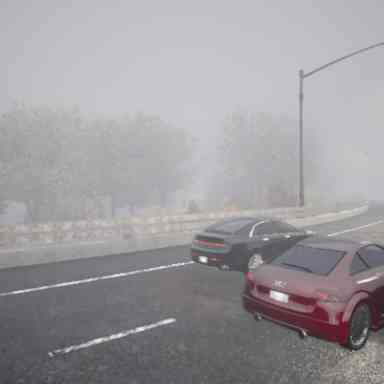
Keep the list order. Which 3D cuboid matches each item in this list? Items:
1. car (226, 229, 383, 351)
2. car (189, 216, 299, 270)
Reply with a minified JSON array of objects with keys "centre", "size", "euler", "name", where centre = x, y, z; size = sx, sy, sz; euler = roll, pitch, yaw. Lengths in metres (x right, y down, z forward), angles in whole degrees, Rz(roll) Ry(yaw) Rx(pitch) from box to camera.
[{"centre":[2.881,1.548,6.296],"size":[4.181,1.385,1.994],"euler":[0,0,-39],"name":"car"},{"centre":[2.138,1.489,10.186],"size":[4.892,1.490,1.837],"euler":[0,0,-40],"name":"car"}]
